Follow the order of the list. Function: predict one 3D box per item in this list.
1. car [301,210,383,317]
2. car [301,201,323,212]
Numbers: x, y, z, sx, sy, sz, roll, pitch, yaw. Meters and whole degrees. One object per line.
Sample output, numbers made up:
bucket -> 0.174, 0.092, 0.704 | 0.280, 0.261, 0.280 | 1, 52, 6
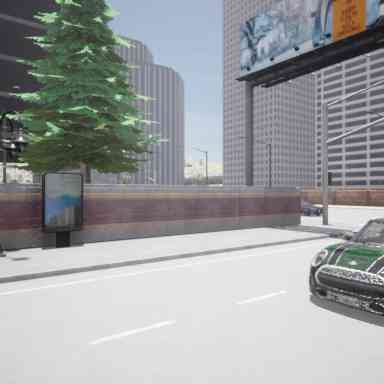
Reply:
car -> 4.618, 1.352, 7.281 | 4.553, 1.767, 2.097 | 0, 0, -35
car -> 10.475, 1.564, 31.923 | 1.994, 1.385, 4.181 | 0, 0, -35
